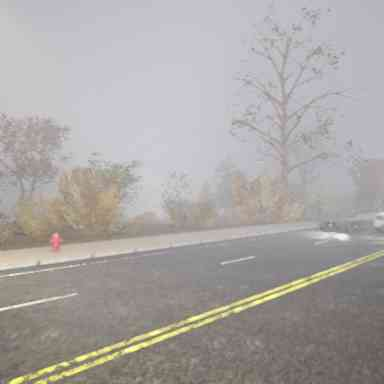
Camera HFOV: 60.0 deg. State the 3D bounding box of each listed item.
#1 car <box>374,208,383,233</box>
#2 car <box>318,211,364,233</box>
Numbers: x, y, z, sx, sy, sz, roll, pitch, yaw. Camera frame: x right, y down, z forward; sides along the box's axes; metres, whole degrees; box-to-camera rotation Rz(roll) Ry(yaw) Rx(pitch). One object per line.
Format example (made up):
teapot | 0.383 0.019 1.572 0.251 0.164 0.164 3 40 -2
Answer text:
car | 14.516 1.720 23.079 2.150 2.045 5.566 -1 -2 44
car | 10.706 2.077 23.829 1.994 1.385 4.181 -1 -2 44
